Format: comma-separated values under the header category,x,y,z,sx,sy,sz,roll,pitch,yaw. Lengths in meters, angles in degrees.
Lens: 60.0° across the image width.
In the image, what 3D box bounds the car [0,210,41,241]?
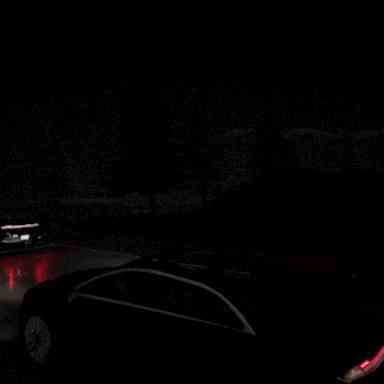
category,x,y,z,sx,sy,sz,roll,pitch,yaw
car,-8.422,1.530,14.226,4.902,1.511,2.128,0,0,35

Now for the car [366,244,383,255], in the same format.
category,x,y,z,sx,sy,sz,roll,pitch,yaw
car,3.374,1.601,5.871,4.718,1.301,1.895,0,0,35

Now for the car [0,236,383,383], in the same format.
category,x,y,z,sx,sy,sz,roll,pitch,yaw
car,-0.259,1.502,4.156,4.902,1.511,2.128,0,0,35
